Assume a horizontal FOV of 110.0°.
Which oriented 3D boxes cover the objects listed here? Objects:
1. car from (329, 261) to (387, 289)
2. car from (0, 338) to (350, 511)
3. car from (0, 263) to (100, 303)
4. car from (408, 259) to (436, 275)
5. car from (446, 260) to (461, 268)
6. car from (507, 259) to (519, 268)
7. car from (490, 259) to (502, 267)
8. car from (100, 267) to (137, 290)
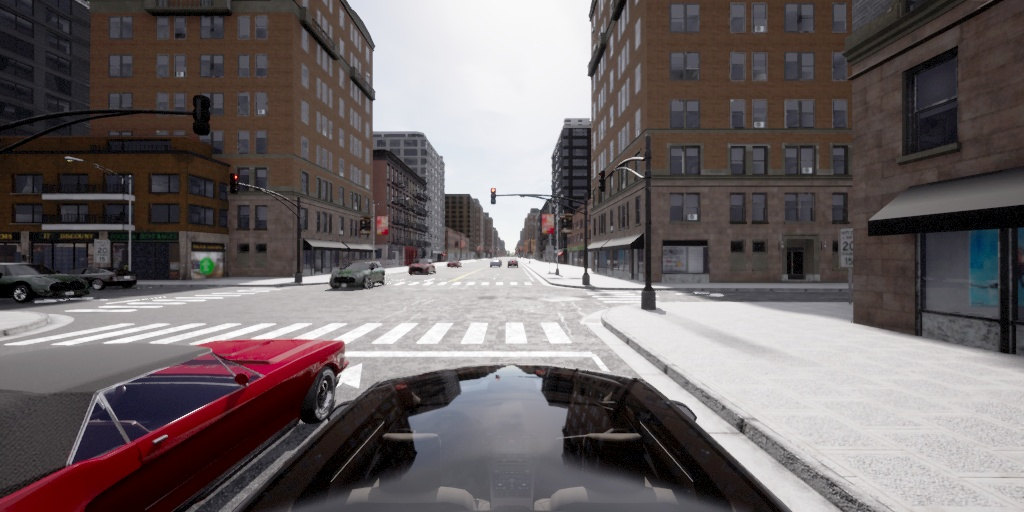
[{"bbox_3d":[-9.795,1.115,23.130,2.097,1.767,4.553,0,0,0],"label":"car"},{"bbox_3d":[-3.157,1.351,2.816,1.895,1.301,4.718,0,0,0],"label":"car"},{"bbox_3d":[-22.165,1.096,16.172,4.553,1.767,2.097,0,0,0],"label":"car"},{"bbox_3d":[-9.753,1.101,39.053,2.097,1.767,4.553,0,0,0],"label":"car"},{"bbox_3d":[-9.671,1.345,59.657,1.895,1.301,4.718,0,0,1],"label":"car"},{"bbox_3d":[0.157,1.249,62.178,1.837,1.490,4.892,0,0,0],"label":"car"},{"bbox_3d":[-2.988,1.291,64.133,2.033,1.411,5.357,0,0,0],"label":"car"},{"bbox_3d":[-25.325,1.330,21.680,4.313,1.339,1.948,0,0,0],"label":"car"}]
